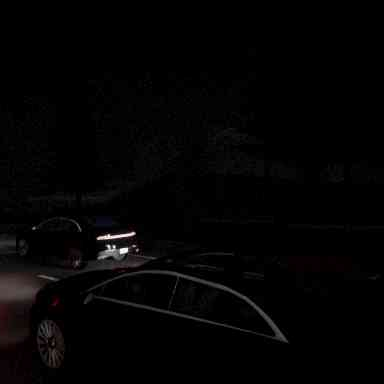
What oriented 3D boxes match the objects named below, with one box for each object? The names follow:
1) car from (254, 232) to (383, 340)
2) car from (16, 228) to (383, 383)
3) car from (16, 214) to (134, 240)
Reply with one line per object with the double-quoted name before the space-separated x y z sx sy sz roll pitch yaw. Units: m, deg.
"car" 3.638 1.601 5.696 4.718 1.301 1.895 0 0 36
"car" -0.039 1.490 4.016 4.902 1.511 2.128 0 0 35
"car" -3.941 1.478 11.016 4.902 1.511 2.128 0 0 36
